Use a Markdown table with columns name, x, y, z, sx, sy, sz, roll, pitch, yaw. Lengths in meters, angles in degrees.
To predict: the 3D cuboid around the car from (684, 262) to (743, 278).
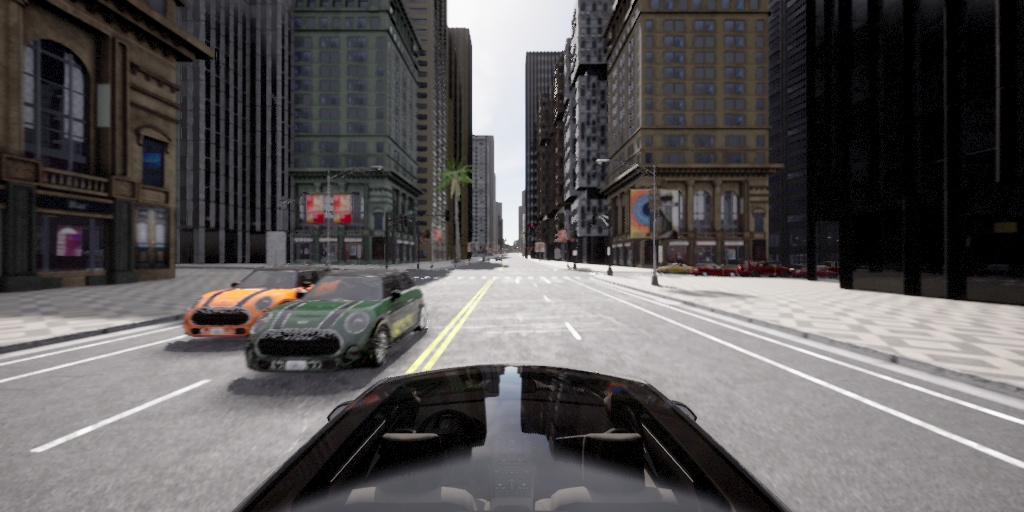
| name | x | y | z | sx | sy | sz | roll | pitch | yaw |
| --- | --- | --- | --- | --- | --- | --- | --- | --- | --- |
| car | 20.673 | 1.548 | 36.862 | 4.507 | 1.381 | 1.888 | 0 | 0 | 0 |

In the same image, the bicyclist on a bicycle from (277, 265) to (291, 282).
| name | x | y | z | sx | sy | sz | roll | pitch | yaw |
| --- | --- | --- | --- | --- | --- | --- | --- | --- | --- |
| bicyclist on a bicycle | -8.799 | 1.193 | 14.188 | 0.582 | 1.620 | 1.656 | 0 | 0 | 0 |

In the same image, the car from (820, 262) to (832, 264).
| name | x | y | z | sx | sy | sz | roll | pitch | yaw |
| --- | --- | --- | --- | --- | --- | --- | --- | --- | --- |
| car | 40.234 | 1.602 | 45.374 | 5.009 | 1.841 | 2.192 | 0 | 0 | 0 |

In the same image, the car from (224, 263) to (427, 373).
| name | x | y | z | sx | sy | sz | roll | pitch | yaw |
| --- | --- | --- | --- | --- | --- | --- | --- | --- | --- |
| car | -3.357 | 1.097 | 7.810 | 2.097 | 1.767 | 4.553 | 0 | 0 | 0 |

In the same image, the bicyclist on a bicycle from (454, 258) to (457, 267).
| name | x | y | z | sx | sy | sz | roll | pitch | yaw |
| --- | --- | --- | --- | --- | --- | --- | --- | --- | --- |
| bicyclist on a bicycle | -8.857 | 1.135 | 56.176 | 0.582 | 1.620 | 1.656 | 0 | 0 | 0 |

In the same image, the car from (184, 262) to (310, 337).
| name | x | y | z | sx | sy | sz | roll | pitch | yaw |
| --- | --- | --- | --- | --- | --- | --- | --- | --- | --- |
| car | -6.609 | 1.095 | 10.284 | 2.097 | 1.767 | 4.553 | 0 | 0 | 0 |

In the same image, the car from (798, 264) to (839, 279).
| name | x | y | z | sx | sy | sz | roll | pitch | yaw |
| --- | --- | --- | --- | --- | --- | --- | --- | --- | --- |
| car | 30.847 | 1.723 | 36.842 | 4.207 | 1.307 | 1.802 | 0 | 0 | 0 |

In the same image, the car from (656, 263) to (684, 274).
| name | x | y | z | sx | sy | sz | roll | pitch | yaw |
| --- | --- | --- | --- | --- | --- | --- | --- | --- | --- |
| car | 20.521 | 1.548 | 45.390 | 4.829 | 1.417 | 1.751 | 0 | 0 | 0 |

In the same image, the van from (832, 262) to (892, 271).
| name | x | y | z | sx | sy | sz | roll | pitch | yaw |
| --- | --- | --- | --- | --- | --- | --- | --- | --- | --- |
| van | 35.935 | 1.551 | 36.832 | 3.998 | 1.789 | 1.690 | 0 | 0 | 0 |

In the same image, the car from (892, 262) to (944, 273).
| name | x | y | z | sx | sy | sz | roll | pitch | yaw |
| --- | --- | --- | --- | --- | --- | --- | --- | --- | --- |
| car | 41.021 | 1.593 | 36.822 | 5.009 | 1.841 | 2.192 | 0 | 0 | 0 |

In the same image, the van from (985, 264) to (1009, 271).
| name | x | y | z | sx | sy | sz | roll | pitch | yaw |
| --- | --- | --- | --- | --- | --- | --- | --- | --- | --- |
| van | 51.196 | 1.756 | 36.802 | 3.998 | 1.789 | 1.690 | 0 | 0 | 0 |

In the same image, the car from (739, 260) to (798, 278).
| name | x | y | z | sx | sy | sz | roll | pitch | yaw |
| --- | --- | --- | --- | --- | --- | --- | --- | --- | --- |
| car | 25.760 | 1.387 | 36.852 | 5.009 | 1.841 | 2.192 | 0 | 0 | 0 |
